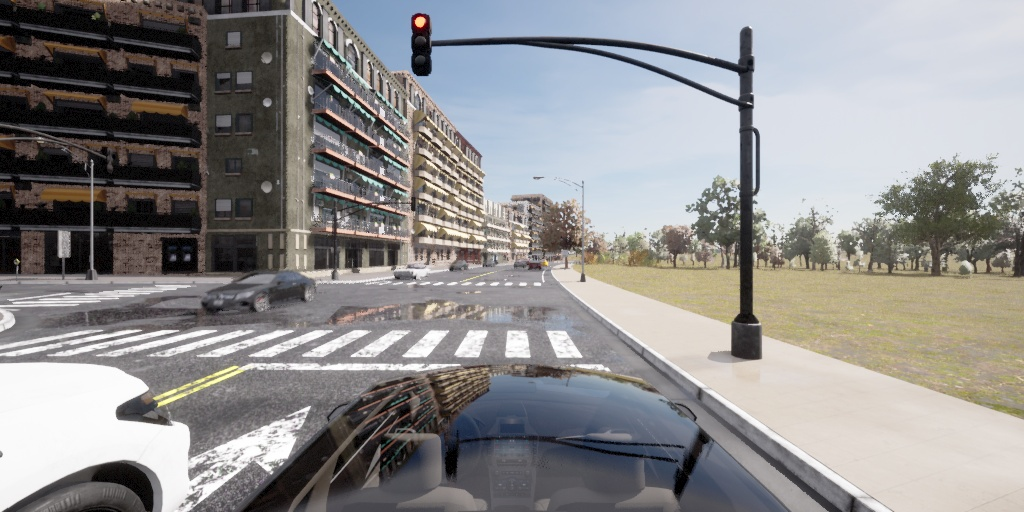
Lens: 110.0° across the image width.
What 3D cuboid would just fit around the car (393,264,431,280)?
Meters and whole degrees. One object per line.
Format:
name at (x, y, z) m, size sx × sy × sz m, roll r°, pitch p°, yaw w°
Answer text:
car at (-8.721, 1.399, 31.545) m, size 1.895 × 1.301 × 4.718 m, roll 0°, pitch 0°, yaw 4°

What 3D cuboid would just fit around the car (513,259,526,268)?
car at (1.431, 1.426, 63.841) m, size 2.128 × 1.511 × 4.902 m, roll 0°, pitch 0°, yaw 9°

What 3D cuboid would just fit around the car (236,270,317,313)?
car at (-9.614, 1.284, 14.151) m, size 1.812 × 1.442 × 4.674 m, roll 0°, pitch 0°, yaw 2°

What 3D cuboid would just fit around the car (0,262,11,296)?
car at (-23.799, 0.914, 13.606) m, size 5.357 × 1.411 × 2.033 m, roll 1°, pitch 0°, yaw -19°

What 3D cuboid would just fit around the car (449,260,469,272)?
car at (-7.168, 1.365, 48.633) m, size 1.837 × 1.490 × 4.892 m, roll 0°, pitch 0°, yaw 6°

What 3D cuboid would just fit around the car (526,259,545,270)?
car at (3.725, 1.373, 55.882) m, size 1.882 × 1.535 × 5.008 m, roll 0°, pitch 0°, yaw 8°
